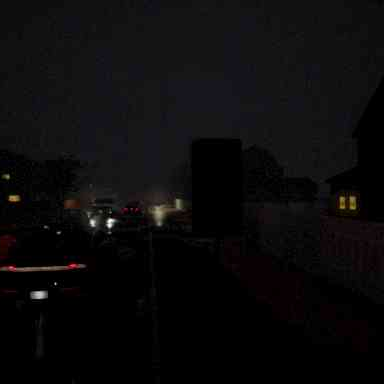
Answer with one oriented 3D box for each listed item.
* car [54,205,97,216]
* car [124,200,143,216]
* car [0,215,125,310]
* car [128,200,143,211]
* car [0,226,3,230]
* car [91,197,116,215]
[{"bbox_3d":[-7.339,1.766,19.992,2.033,1.411,5.357,-1,0,-8],"label":"car"},{"bbox_3d":[-6.781,1.913,38.211,2.033,1.411,5.357,-1,0,-7],"label":"car"},{"bbox_3d":[-2.921,1.567,8.083,2.128,1.511,4.902,-1,0,-7],"label":"car"},{"bbox_3d":[-8.173,1.945,48.640,1.882,1.535,5.008,-1,0,-7],"label":"car"},{"bbox_3d":[-5.675,1.450,7.387,2.097,1.767,4.553,-1,-1,-8],"label":"car"},{"bbox_3d":[-9.281,1.586,35.193,2.150,2.045,5.566,-1,0,-8],"label":"car"}]
